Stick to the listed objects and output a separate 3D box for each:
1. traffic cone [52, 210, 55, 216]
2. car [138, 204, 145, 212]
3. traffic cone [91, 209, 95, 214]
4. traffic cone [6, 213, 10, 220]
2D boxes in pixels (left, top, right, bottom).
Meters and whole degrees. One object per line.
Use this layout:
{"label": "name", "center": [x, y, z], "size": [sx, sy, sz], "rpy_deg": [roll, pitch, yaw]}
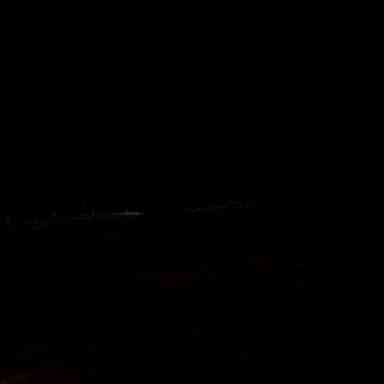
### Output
{"label": "traffic cone", "center": [-13.547, 2.078, 32.535], "size": [0.340, 0.580, 0.340], "rpy_deg": [1, 0, 21]}
{"label": "car", "center": [-4.782, 1.807, 42.878], "size": [1.882, 1.535, 5.008], "rpy_deg": [1, 0, 34]}
{"label": "traffic cone", "center": [-11.135, 2.149, 37.431], "size": [0.340, 0.580, 0.340], "rpy_deg": [1, 0, 31]}
{"label": "traffic cone", "center": [-15.084, 2.017, 27.297], "size": [0.340, 0.580, 0.340], "rpy_deg": [1, 0, 11]}
